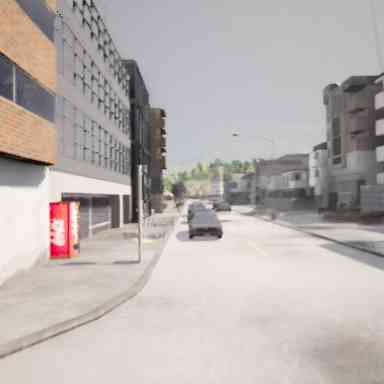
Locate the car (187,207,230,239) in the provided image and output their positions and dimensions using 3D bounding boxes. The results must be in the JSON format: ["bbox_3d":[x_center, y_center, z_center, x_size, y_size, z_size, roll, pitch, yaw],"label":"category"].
[{"bbox_3d":[0.745,1.846,19.602,2.033,1.411,5.357,-1,-1,0],"label":"car"}]

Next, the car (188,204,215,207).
[{"bbox_3d":[0.679,2.014,29.453,1.994,1.385,4.181,-1,-1,0],"label":"car"}]

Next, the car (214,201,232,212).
[{"bbox_3d":[4.730,2.269,49.499,1.994,1.385,4.181,-1,-1,0],"label":"car"}]

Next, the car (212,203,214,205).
[{"bbox_3d":[4.664,2.336,59.421,1.882,1.535,5.008,-1,-1,0],"label":"car"}]

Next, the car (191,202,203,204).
[{"bbox_3d":[0.622,1.959,39.621,2.097,1.767,4.553,-1,-1,0],"label":"car"}]
